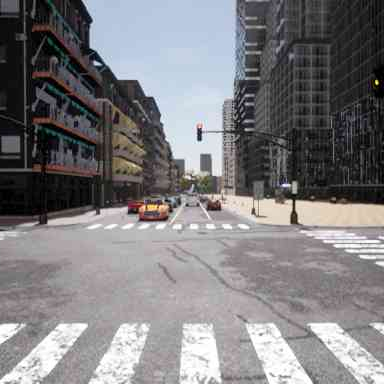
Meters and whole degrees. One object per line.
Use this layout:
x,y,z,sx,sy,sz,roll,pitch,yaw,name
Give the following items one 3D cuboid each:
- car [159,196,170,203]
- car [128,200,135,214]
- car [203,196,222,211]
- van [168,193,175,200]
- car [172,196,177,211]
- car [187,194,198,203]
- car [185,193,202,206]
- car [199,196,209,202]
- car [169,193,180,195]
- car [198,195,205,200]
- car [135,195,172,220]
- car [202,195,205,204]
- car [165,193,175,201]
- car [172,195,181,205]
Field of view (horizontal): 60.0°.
-5.678,1.557,69.239,1.802,1.307,4.206,-1,0,0,car
-5.689,1.527,35.345,1.887,1.381,4.507,-1,0,0,car
2.659,1.524,41.048,1.887,1.381,4.507,-1,0,0,car
-5.674,1.315,91.833,1.690,1.788,3.998,-1,0,0,van
-3.085,1.486,37.597,1.837,1.490,4.892,0,0,0,car
0.124,1.326,69.895,2.097,1.767,4.553,0,0,0,car
0.112,1.200,54.242,2.150,2.045,5.566,0,0,1,car
2.670,1.519,74.942,1.887,1.381,4.507,-1,0,0,car
-3.031,1.198,58.243,2.150,2.045,5.566,0,0,1,car
2.675,1.499,92.060,1.752,1.417,4.829,-1,0,0,car
-3.090,1.338,27.600,2.097,1.767,4.553,0,0,0,car
2.667,1.526,63.644,2.008,1.369,4.403,-1,0,0,car
-5.677,1.289,86.185,2.192,1.841,5.009,-1,0,0,car
-3.077,1.525,47.925,2.033,1.411,5.357,0,0,0,car
